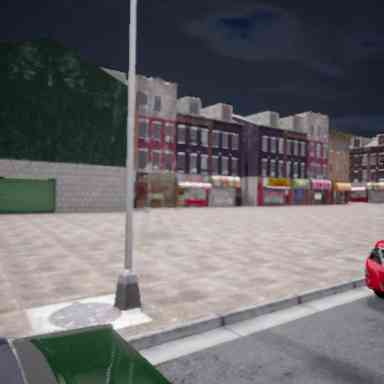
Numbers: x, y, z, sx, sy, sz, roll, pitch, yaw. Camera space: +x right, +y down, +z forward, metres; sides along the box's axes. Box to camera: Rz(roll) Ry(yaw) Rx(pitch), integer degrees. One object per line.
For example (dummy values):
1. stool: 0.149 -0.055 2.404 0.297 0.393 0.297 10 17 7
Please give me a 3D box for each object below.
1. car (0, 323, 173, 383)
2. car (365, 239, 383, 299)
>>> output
1. car: -2.278 1.574 1.514 4.718 1.301 1.895 0 0 -35
2. car: 6.122 1.261 7.260 5.566 2.045 2.150 0 0 -34
